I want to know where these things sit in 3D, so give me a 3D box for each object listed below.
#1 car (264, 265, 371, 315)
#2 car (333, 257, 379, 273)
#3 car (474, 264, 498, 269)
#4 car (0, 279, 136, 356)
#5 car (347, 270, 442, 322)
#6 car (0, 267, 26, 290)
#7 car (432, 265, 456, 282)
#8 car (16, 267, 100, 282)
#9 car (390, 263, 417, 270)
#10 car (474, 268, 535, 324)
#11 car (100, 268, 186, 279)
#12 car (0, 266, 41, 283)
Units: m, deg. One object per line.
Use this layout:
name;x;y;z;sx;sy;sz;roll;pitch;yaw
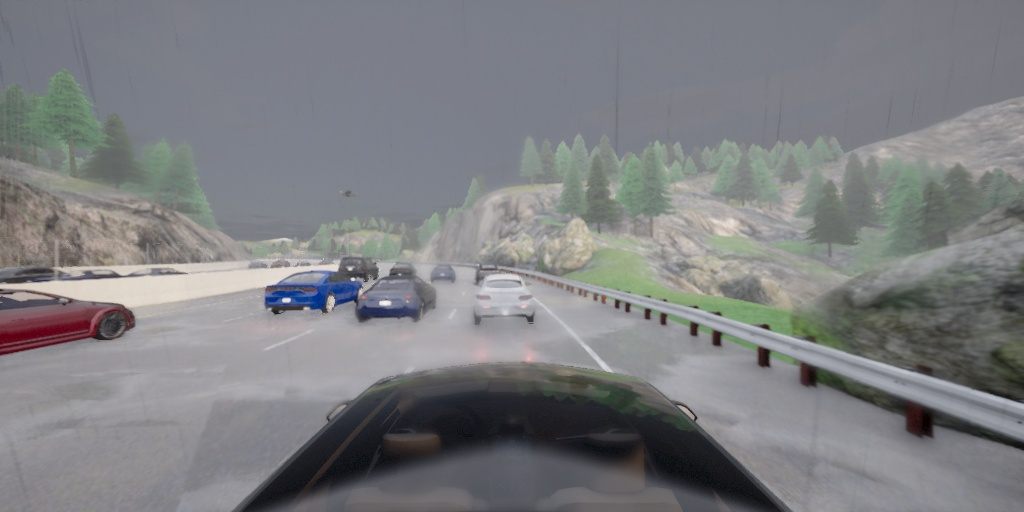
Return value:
car;-7.438;1.290;14.048;1.882;1.535;5.008;0;0;-4
car;-12.756;1.104;29.991;2.150;2.045;5.566;0;0;-9
car;-1.968;1.344;28.619;2.128;1.511;4.902;0;0;-8
car;-10.603;1.359;7.408;1.994;1.385;4.181;0;0;-2
car;-3.855;1.363;12.569;1.994;1.385;4.181;0;0;-3
car;-32.857;1.444;20.962;2.033;1.411;5.357;0;0;-7
car;-5.690;1.430;29.891;1.994;1.385;4.181;0;0;-8
car;-25.924;1.484;21.759;1.895;1.301;4.718;0;0;-7
car;-9.480;1.358;31.509;1.882;1.535;5.008;0;0;-9
car;-0.309;1.314;12.109;1.812;1.442;4.674;0;0;-3
car;-22.523;1.442;22.553;1.994;1.385;4.181;0;0;-7
car;-29.412;1.395;21.307;1.837;1.490;4.892;0;0;-7
